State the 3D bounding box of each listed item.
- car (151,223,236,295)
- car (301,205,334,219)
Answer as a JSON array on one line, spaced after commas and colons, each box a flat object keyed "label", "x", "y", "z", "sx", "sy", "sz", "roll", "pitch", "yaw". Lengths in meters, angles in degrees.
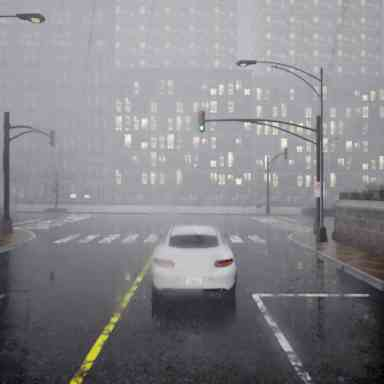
[{"label": "car", "x": 0.041, "y": 1.540, "z": 8.658, "sx": 1.812, "sy": 1.442, "sz": 4.674, "roll": 0, "pitch": 0, "yaw": 0}, {"label": "car", "x": 12.881, "y": 1.840, "z": 31.594, "sx": 4.718, "sy": 1.301, "sz": 1.895, "roll": 1, "pitch": 0, "yaw": -1}]
